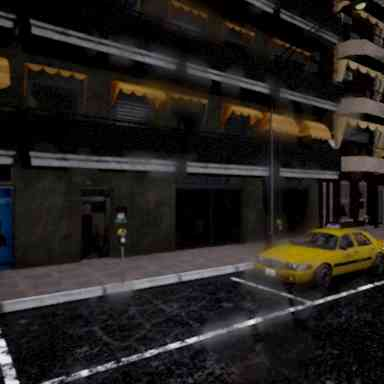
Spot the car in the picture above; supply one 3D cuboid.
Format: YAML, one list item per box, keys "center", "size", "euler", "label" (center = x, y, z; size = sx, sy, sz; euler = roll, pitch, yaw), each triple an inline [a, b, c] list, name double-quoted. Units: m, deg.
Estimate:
- center: [3.826, 1.611, 9.305]
  size: [4.829, 1.417, 1.752]
  euler: [1, -1, -36]
  label: "car"
